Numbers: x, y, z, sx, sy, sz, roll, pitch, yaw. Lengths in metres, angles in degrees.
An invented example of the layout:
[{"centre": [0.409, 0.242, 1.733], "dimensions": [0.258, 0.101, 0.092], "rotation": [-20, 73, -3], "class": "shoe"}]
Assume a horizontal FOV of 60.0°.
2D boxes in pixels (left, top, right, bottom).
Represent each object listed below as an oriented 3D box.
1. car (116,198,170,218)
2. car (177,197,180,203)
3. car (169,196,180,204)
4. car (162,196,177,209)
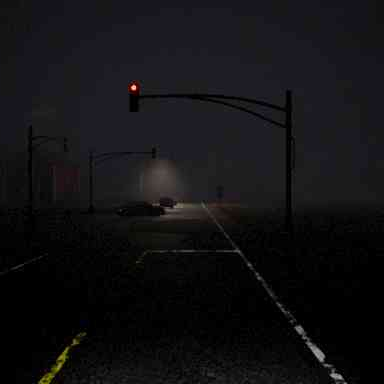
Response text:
[{"centre": [-4.456, 1.505, 29.082], "dimensions": [4.181, 1.385, 1.994], "rotation": [1, 0, -38], "class": "car"}, {"centre": [-3.484, 1.478, 55.089], "dimensions": [1.812, 1.442, 4.674], "rotation": [0, 0, 1], "class": "car"}, {"centre": [-3.429, 1.537, 65.017], "dimensions": [1.895, 1.301, 4.718], "rotation": [0, 0, 1], "class": "car"}, {"centre": [-3.511, 1.444, 45.226], "dimensions": [1.882, 1.535, 5.008], "rotation": [0, 0, 0], "class": "car"}]
